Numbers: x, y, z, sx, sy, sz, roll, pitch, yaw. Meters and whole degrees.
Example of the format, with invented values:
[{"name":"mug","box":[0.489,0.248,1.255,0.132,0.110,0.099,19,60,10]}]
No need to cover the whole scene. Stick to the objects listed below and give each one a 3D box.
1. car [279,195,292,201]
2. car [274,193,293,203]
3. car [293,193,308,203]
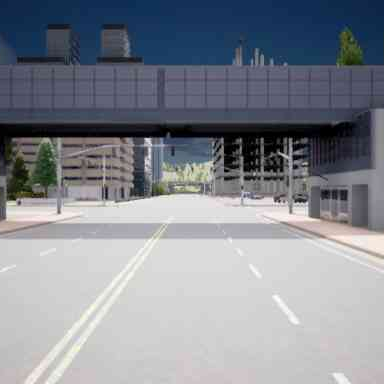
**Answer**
[{"name":"car","box":[22.175,1.365,79.059,1.970,1.475,3.806,0,0,0]},{"name":"car","box":[16.632,1.119,61.628,1.932,1.855,4.605,0,0,0]},{"name":"car","box":[19.526,1.123,61.583,1.905,1.878,3.866,0,0,0]}]
